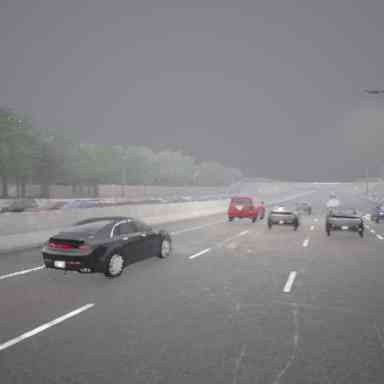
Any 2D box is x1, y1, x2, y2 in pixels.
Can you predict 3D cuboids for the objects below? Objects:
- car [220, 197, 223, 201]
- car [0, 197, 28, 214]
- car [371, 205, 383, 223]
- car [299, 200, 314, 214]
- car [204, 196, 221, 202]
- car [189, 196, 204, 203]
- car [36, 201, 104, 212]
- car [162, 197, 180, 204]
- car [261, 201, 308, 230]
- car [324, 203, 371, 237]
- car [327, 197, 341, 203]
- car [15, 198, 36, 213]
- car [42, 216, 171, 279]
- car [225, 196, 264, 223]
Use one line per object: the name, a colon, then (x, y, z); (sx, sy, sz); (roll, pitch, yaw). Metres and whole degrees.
car: (7.307, 1.785, 62.017); (1.812, 1.442, 4.674); (0, 0, 23)
car: (-14.605, 1.313, 27.104); (2.097, 1.767, 4.553); (0, 0, 22)
car: (15.899, 1.761, 27.254); (1.812, 1.442, 4.674); (0, 0, 22)
car: (12.968, 1.731, 38.617); (2.128, 1.511, 4.902); (0, -1, 23)
car: (4.574, 1.594, 64.530); (2.097, 1.767, 4.553); (0, 0, 23)
car: (1.024, 1.564, 65.092); (2.097, 1.767, 4.553); (0, 0, 23)
car: (-8.338, 1.485, 23.935); (1.882, 1.535, 5.008); (0, 0, 22)
car: (-3.972, 1.651, 62.228); (2.128, 1.511, 4.902); (0, 0, 23)
car: (6.279, 1.626, 22.199); (2.128, 1.511, 4.902); (0, 0, 22)
car: (8.801, 1.639, 19.378); (2.128, 1.511, 4.902); (0, 0, 22)
car: (21.119, 1.873, 49.499); (1.812, 1.442, 4.674); (0, 0, 22)
car: (-11.054, 1.469, 26.554); (1.882, 1.535, 5.008); (0, 0, 22)
car: (-2.294, 1.519, 10.319); (1.837, 1.490, 4.892); (0, 0, 22)
car: (4.552, 1.355, 27.267); (2.150, 2.045, 5.566); (0, 0, 22)
